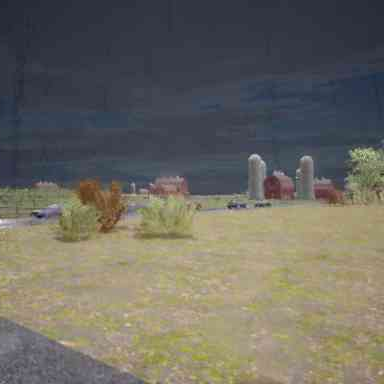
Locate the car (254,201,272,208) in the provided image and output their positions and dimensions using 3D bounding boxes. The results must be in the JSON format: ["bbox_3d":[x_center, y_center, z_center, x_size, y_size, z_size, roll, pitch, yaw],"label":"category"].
[{"bbox_3d":[13.477,2.272,62.903,1.895,1.301,4.718,-1,-1,36],"label":"car"}]

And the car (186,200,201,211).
[{"bbox_3d":[-0.589,2.002,49.517,1.882,1.535,5.008,-1,-1,36],"label":"car"}]

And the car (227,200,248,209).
[{"bbox_3d":[7.516,2.062,54.578,1.837,1.490,4.892,-1,-1,36],"label":"car"}]

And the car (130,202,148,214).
[{"bbox_3d":[-7.071,1.967,40.537,1.994,1.385,4.181,-1,-1,36],"label":"car"}]

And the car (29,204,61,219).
[{"bbox_3d":[-12.902,1.841,32.449,2.033,1.411,5.357,-1,-1,36],"label":"car"}]
